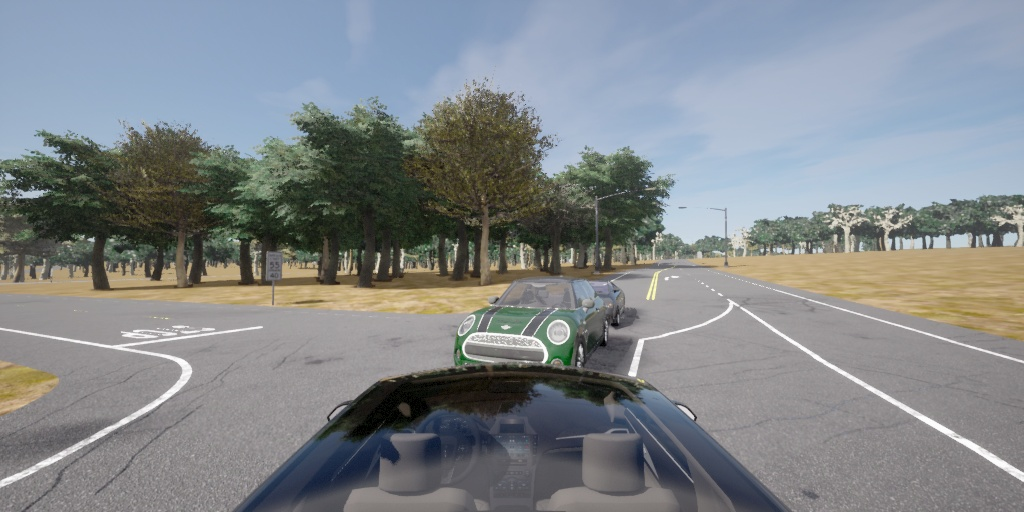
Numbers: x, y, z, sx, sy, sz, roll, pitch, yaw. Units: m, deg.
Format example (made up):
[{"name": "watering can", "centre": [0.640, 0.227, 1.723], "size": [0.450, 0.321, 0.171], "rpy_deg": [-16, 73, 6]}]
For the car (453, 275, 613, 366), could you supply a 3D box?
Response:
[{"name": "car", "centre": [0.685, 1.222, 7.448], "size": [2.097, 1.767, 4.553], "rpy_deg": [-1, -2, 22]}]

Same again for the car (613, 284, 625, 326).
[{"name": "car", "centre": [2.912, 1.555, 12.880], "size": [1.994, 1.385, 4.181], "rpy_deg": [-2, 0, 22]}]
